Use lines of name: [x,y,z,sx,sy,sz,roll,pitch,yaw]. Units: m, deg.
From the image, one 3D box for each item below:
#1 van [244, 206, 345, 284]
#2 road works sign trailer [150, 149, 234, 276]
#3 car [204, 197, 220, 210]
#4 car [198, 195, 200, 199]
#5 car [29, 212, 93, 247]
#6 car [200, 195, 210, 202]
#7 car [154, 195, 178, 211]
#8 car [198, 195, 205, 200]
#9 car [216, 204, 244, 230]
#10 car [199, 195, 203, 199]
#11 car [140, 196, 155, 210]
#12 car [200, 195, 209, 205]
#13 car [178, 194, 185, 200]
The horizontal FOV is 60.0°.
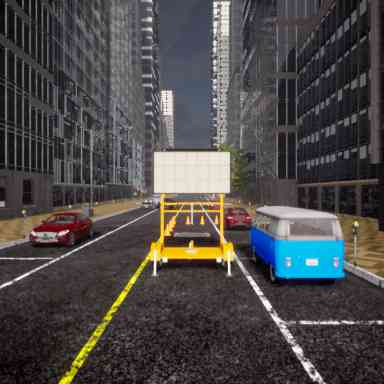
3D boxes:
van: [2.691,1.341,9.304,1.690,1.788,3.998,0,0,0]
road works sign trailer: [0.001,0.464,10.323,2.380,3.560,2.880,0,0,0]
car: [2.693,1.581,37.766,1.802,1.307,4.206,0,0,0]
car: [2.696,1.410,66.228,1.967,1.590,4.097,0,0,0]
car: [-5.690,1.581,14.999,1.802,1.307,4.206,0,0,0]
car: [2.696,1.401,71.920,1.967,1.590,4.097,0,0,0]
car: [-3.098,1.476,40.660,1.882,1.535,5.008,0,0,0]
car: [2.698,1.462,94.690,1.887,1.381,4.507,0,0,0]
car: [2.692,1.581,20.688,1.802,1.307,4.206,0,0,0]
car: [2.695,1.538,54.843,2.008,1.369,4.403,0,0,0]
car: [-5.687,1.548,43.462,2.008,1.369,4.403,0,0,0]
car: [2.694,1.544,49.150,2.008,1.369,4.403,0,0,0]
car: [-2.994,1.406,90.321,1.882,1.535,5.008,0,0,0]
